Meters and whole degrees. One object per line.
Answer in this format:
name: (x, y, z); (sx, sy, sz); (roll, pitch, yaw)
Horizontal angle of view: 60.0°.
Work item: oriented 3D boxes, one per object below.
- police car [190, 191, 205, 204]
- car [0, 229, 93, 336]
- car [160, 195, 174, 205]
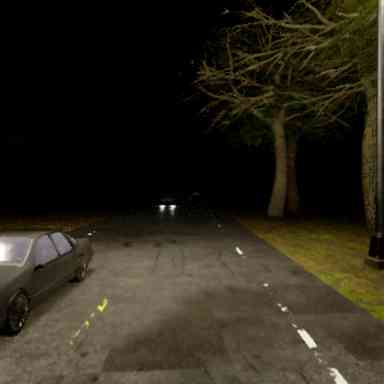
police car: (1.038, 1.038, 53.889); (1.930, 1.638, 5.238); (0, 1, 0)
car: (-3.604, 1.518, 6.877); (2.033, 1.411, 5.357); (0, 0, 0)
car: (-3.583, 1.186, 49.156); (1.812, 1.442, 4.674); (0, 0, 0)
